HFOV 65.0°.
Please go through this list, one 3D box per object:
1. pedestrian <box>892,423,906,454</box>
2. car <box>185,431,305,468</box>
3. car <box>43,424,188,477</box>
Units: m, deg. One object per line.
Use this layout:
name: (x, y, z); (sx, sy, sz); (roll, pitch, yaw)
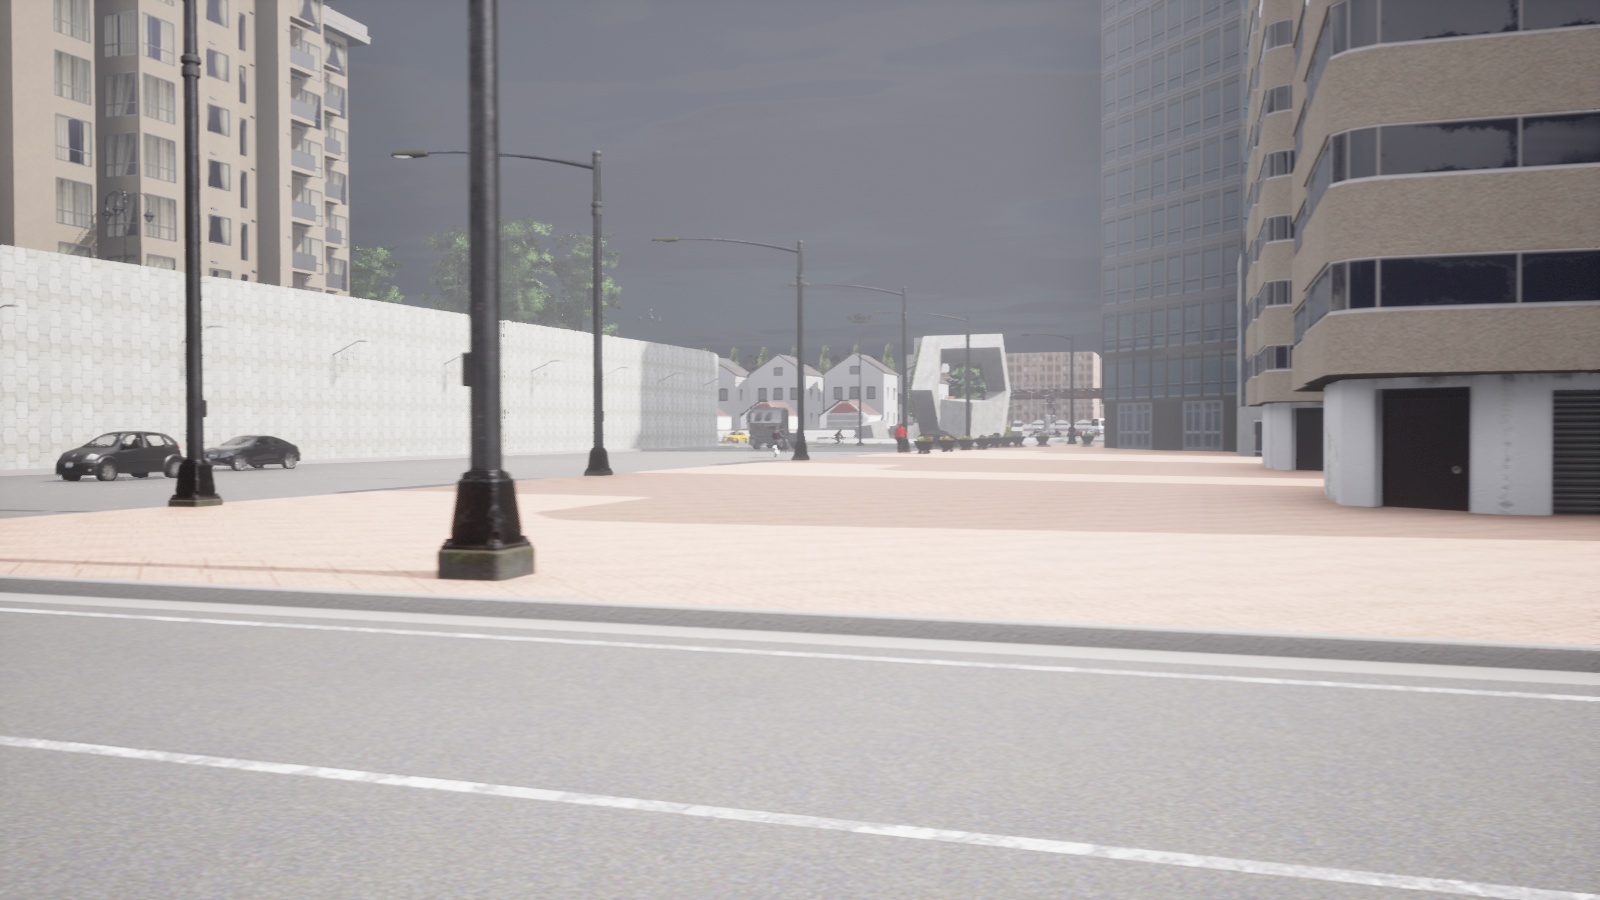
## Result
pedestrian: (5.825, -0.680, 73.934); (0.634, 1.844, 0.899); (0, 1, 17)
car: (-22.640, -0.057, 51.474); (1.812, 1.442, 4.674); (1, 1, 19)
car: (-22.411, -0.022, 41.273); (1.851, 1.617, 3.988); (1, 1, 19)
